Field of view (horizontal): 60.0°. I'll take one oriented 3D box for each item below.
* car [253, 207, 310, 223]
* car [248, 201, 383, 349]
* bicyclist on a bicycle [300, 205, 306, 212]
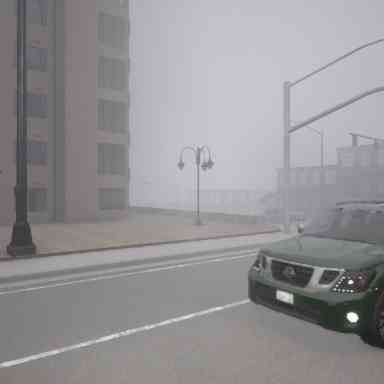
[{"bbox_3d":[7.934,2.096,29.818,1.895,1.301,4.718,0,-4,-36],"label":"car"},{"bbox_3d":[3.628,1.221,6.626,5.566,2.045,2.150,0,0,-36],"label":"car"},{"bbox_3d":[13.549,2.464,40.681,1.656,1.620,0.582,0,-8,-35],"label":"bicyclist on a bicycle"}]
